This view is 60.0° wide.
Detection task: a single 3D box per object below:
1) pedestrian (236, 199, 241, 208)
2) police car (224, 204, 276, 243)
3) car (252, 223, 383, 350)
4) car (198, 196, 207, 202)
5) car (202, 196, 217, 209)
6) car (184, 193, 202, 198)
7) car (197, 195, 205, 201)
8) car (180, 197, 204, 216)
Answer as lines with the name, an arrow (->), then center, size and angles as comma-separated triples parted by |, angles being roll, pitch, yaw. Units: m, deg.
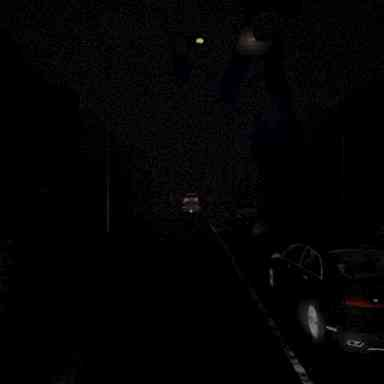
pedestrian -> 2.692, 1.289, 19.332 | 0.375, 1.860, 0.375 | -1, 1, -10
police car -> 2.700, 1.421, 16.341 | 1.930, 1.638, 5.238 | 0, 0, 0
car -> 2.603, 1.548, 6.222 | 2.008, 1.369, 4.403 | -1, 0, 0
car -> 2.391, 1.574, 77.487 | 1.887, 1.381, 4.507 | -1, 0, 0
car -> 2.487, 1.554, 45.042 | 2.008, 1.369, 4.403 | -1, 0, 0
car -> -0.102, 1.218, 44.676 | 2.150, 2.045, 5.566 | 0, -1, 0
car -> 2.359, 1.622, 88.552 | 1.802, 1.307, 4.206 | -1, 0, 0
car -> -0.062, 1.523, 32.600 | 1.812, 1.442, 4.674 | 0, 0, 0
